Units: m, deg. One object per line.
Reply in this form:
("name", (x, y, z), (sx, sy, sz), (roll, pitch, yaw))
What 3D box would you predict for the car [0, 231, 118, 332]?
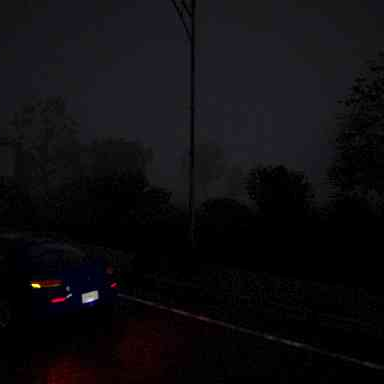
("car", (-3.456, 1.537, 6.834), (4.674, 1.442, 1.812), (0, 0, 38))
